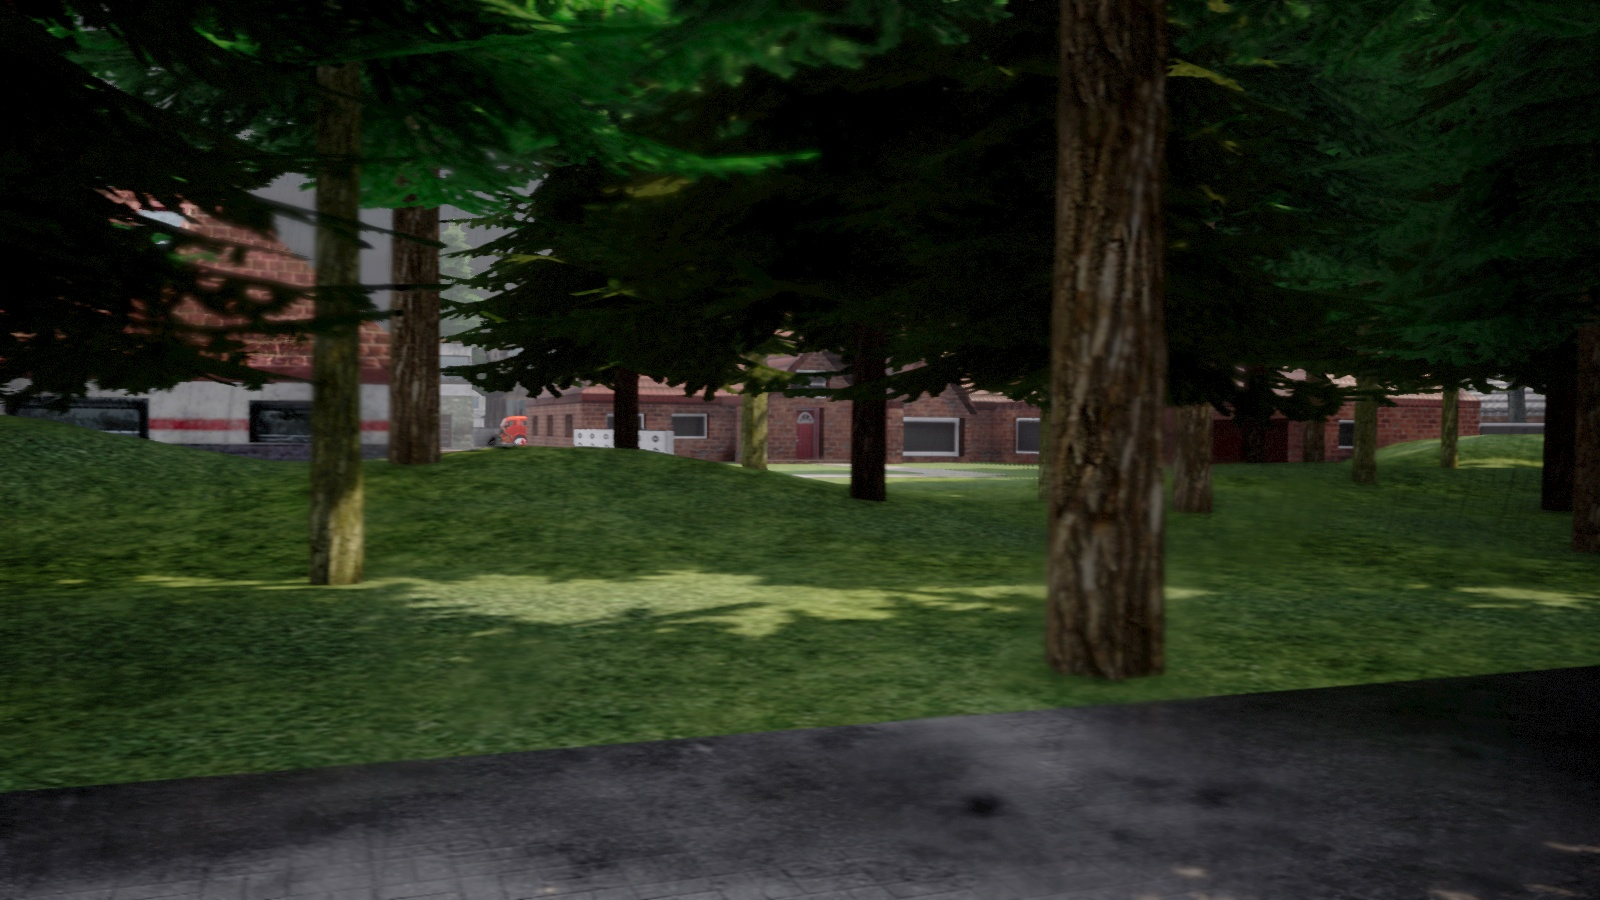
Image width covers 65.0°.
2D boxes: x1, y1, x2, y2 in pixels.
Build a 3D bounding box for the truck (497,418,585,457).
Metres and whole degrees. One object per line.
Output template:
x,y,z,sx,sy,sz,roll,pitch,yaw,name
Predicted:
-16.719,-0.827,81.035,5.204,2.467,2.627,-1,1,-21,truck
